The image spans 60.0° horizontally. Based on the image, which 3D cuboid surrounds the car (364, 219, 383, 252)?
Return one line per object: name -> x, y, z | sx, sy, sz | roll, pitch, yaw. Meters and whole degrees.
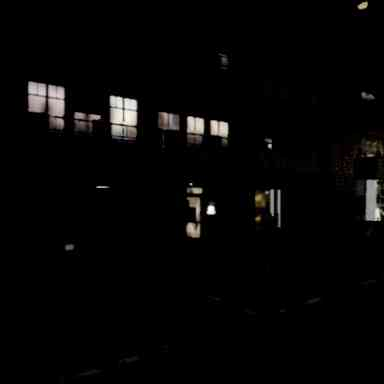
car -> 8.239, 1.416, 12.473 | 4.097, 1.590, 1.967 | 0, 0, -36
